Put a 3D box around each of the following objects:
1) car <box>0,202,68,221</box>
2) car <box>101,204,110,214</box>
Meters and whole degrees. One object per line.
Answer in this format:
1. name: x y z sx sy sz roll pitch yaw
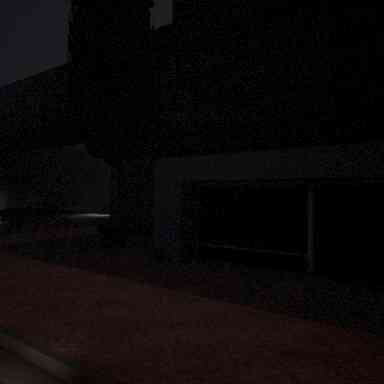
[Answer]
1. car: -13.096 1.547 27.632 2.033 1.411 5.357 0 0 36
2. car: -7.443 1.526 35.475 1.812 1.442 4.674 0 0 36
